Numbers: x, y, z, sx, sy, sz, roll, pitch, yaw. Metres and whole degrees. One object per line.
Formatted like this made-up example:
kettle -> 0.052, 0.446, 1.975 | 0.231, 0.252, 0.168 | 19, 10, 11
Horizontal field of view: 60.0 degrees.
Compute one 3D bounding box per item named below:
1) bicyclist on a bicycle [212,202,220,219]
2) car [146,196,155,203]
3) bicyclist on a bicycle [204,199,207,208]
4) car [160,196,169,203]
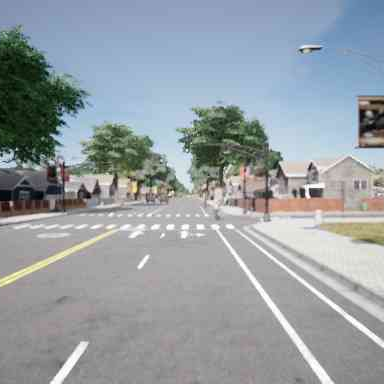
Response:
bicyclist on a bicycle -> 2.226, 1.705, 30.819 | 0.866, 1.612, 1.509 | 0, 0, 0
car -> -9.763, 1.798, 78.394 | 2.128, 1.511, 4.902 | 0, 0, 0
bicyclist on a bicycle -> 2.241, 1.932, 55.857 | 0.582, 1.620, 1.656 | 0, -1, 0
car -> -6.514, 1.798, 78.395 | 2.128, 1.511, 4.902 | 0, 0, 0
